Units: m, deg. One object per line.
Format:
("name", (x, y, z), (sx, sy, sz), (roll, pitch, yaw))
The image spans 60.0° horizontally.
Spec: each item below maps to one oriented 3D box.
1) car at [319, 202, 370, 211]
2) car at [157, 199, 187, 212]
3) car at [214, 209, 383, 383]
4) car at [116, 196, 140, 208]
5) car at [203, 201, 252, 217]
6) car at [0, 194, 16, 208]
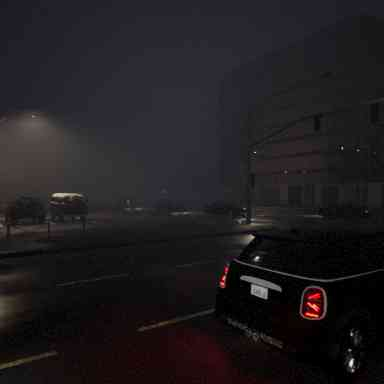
("car", (13.459, 1.612, 29.457), (1.994, 1.385, 4.181), (0, 0, -35))
("car", (-2.482, 1.581, 39.488), (1.812, 1.442, 4.674), (0, 0, -36))
("car", (2.637, 1.352, 5.682), (4.553, 1.767, 2.097), (0, 0, -35))
("car", (-9.514, 1.407, 49.402), (2.097, 1.767, 4.553), (0, 0, -35))
("car", (3.208, 1.603, 31.455), (2.033, 1.411, 5.357), (0, 0, -35))
("car", (-31.674, 1.209, 56.493), (1.932, 1.855, 4.605), (0, 0, -35))
